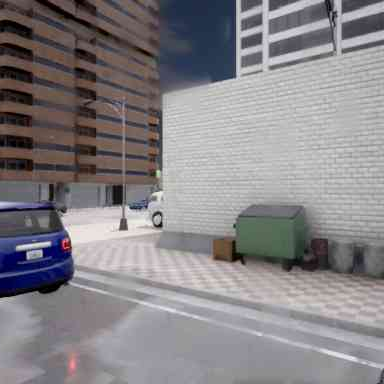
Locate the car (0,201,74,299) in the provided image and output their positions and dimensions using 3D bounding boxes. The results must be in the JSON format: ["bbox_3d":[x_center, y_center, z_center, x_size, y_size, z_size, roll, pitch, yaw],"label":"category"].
[{"bbox_3d":[-5.015,1.221,7.570,5.566,2.045,2.150,0,0,36],"label":"car"}]

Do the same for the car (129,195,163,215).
[{"bbox_3d":[-5.481,1.531,40.656,1.882,1.535,5.008,0,0,36],"label":"car"}]

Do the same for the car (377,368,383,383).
[{"bbox_3d":[3.731,1.547,1.326,5.357,1.411,2.033,0,0,36],"label":"car"}]

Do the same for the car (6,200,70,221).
[{"bbox_3d":[-13.511,1.556,29.456,1.837,1.490,4.892,0,1,35],"label":"car"}]
